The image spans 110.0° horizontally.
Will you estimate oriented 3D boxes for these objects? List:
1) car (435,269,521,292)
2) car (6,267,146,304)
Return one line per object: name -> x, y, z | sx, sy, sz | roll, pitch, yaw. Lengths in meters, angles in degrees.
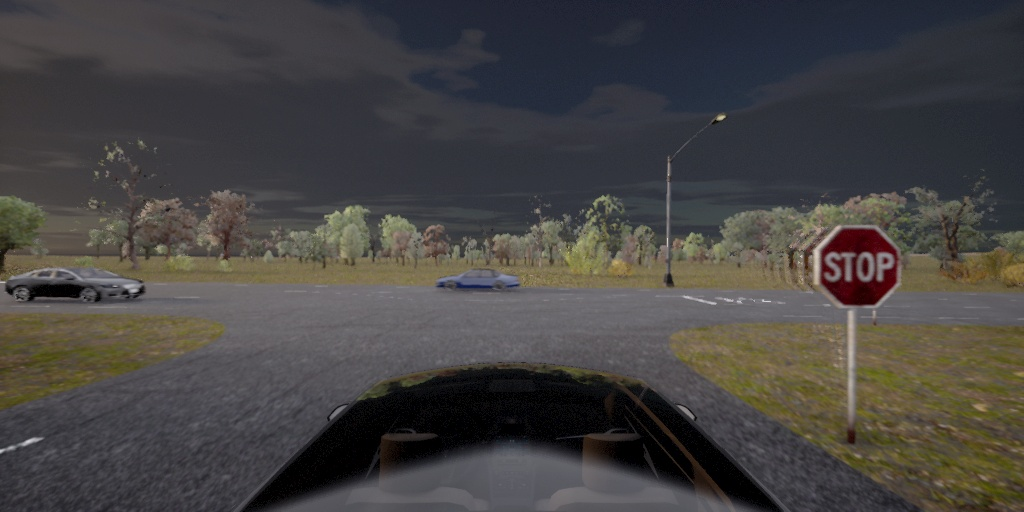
car -> -2.098, 1.514, 22.987 | 5.357, 1.411, 2.033 | 0, 0, 1
car -> -19.442, 1.260, 16.125 | 4.902, 1.511, 2.128 | 1, 0, 0
